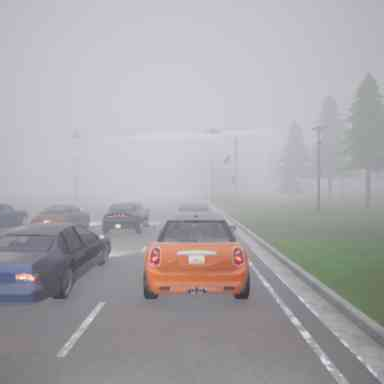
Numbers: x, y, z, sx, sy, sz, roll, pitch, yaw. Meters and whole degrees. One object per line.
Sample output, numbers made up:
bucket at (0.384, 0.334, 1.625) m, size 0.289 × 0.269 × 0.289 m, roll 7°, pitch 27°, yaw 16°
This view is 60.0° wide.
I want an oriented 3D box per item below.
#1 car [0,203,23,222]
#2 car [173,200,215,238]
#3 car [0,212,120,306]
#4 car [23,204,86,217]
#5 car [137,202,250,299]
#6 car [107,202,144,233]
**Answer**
car at (-10.423, 1.276, 17.355) m, size 1.882 × 1.535 × 5.008 m, roll 0°, pitch 1°, yaw 0°
car at (0.078, 1.276, 17.369) m, size 1.882 × 1.535 × 5.008 m, roll 0°, pitch 1°, yaw 0°
car at (-3.410, 1.453, 8.063) m, size 2.033 × 1.411 × 5.357 m, roll 0°, pitch 1°, yaw 0°
car at (-6.925, 1.356, 17.897) m, size 1.994 × 1.385 × 4.181 m, roll 0°, pitch 1°, yaw 0°
car at (0.089, 1.255, 8.342) m, size 2.097 × 1.767 × 4.553 m, roll 0°, pitch 1°, yaw 0°
car at (-3.424, 1.298, 17.813) m, size 1.837 × 1.490 × 4.892 m, roll 0°, pitch 1°, yaw 0°
